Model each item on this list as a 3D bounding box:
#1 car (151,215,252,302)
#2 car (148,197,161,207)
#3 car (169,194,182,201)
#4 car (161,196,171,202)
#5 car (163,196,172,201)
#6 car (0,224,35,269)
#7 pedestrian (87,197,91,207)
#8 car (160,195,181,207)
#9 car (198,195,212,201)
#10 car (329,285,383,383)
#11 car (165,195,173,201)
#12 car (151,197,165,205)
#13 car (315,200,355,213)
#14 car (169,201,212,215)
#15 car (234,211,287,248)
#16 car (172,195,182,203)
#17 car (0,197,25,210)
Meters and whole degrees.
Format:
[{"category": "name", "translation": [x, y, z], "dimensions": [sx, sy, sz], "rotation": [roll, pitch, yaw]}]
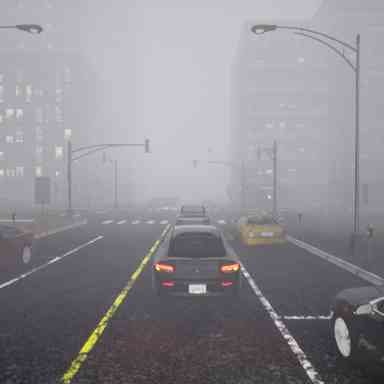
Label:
[{"category": "car", "translation": [0.083, 1.523, 8.102], "dimensions": [1.812, 1.442, 4.674], "rotation": [0, 0, 0]}, {"category": "car", "translation": [-5.809, 1.514, 52.152], "dimensions": [1.752, 1.417, 4.829], "rotation": [-1, 0, 0]}, {"category": "car", "translation": [-3.195, 1.479, 60.341], "dimensions": [2.128, 1.511, 4.902], "rotation": [0, 0, 0]}, {"category": "car", "translation": [-5.855, 1.531, 74.940], "dimensions": [1.887, 1.381, 4.507], "rotation": [-1, 0, 0]}, {"category": "car", "translation": [-5.866, 1.568, 80.594], "dimensions": [1.802, 1.307, 4.206], "rotation": [-1, 0, 0]}, {"category": "car", "translation": [-5.849, 1.542, 8.780], "dimensions": [1.887, 1.381, 4.507], "rotation": [-1, 0, 0]}, {"category": "pedestrian", "translation": [-12.632, 1.200, 40.830], "dimensions": [0.375, 1.300, 0.375], "rotation": [0, 0, 1]}, {"category": "car", "translation": [-3.195, 1.537, 50.390], "dimensions": [2.033, 1.411, 5.357], "rotation": [0, 0, 0]}, {"category": "car", "translation": [2.559, 1.539, 57.994], "dimensions": [2.008, 1.369, 4.403], "rotation": [-1, 0, 0]}, {"category": "car", "translation": [2.801, 1.550, 3.096], "dimensions": [2.008, 1.369, 4.403], "rotation": [-1, 0, 0]}, {"category": "car", "translation": [-5.879, 1.530, 86.249], "dimensions": [1.887, 1.381, 4.507], "rotation": [-1, 0, 0]}, {"category": "car", "translation": [-5.821, 1.554, 57.976], "dimensions": [1.947, 1.339, 4.313], "rotation": [-1, 0, 0]}, {"category": "car", "translation": [16.238, 1.623, 37.545], "dimensions": [4.403, 1.369, 2.008], "rotation": [0, 0, 1]}, {"category": "car", "translation": [0.053, 1.487, 18.177], "dimensions": [2.128, 1.511, 4.902], "rotation": [0, 0, 0]}, {"category": "car", "translation": [2.778, 1.521, 14.554], "dimensions": [1.752, 1.417, 4.829], "rotation": [-1, 0, 0]}, {"category": "car", "translation": [-3.143, 1.487, 70.538], "dimensions": [1.837, 1.490, 4.892], "rotation": [0, 0, 0]}, {"category": "car", "translation": [-21.738, 1.275, 37.965], "dimensions": [4.829, 1.417, 1.752], "rotation": [0, 0, 1]}]
